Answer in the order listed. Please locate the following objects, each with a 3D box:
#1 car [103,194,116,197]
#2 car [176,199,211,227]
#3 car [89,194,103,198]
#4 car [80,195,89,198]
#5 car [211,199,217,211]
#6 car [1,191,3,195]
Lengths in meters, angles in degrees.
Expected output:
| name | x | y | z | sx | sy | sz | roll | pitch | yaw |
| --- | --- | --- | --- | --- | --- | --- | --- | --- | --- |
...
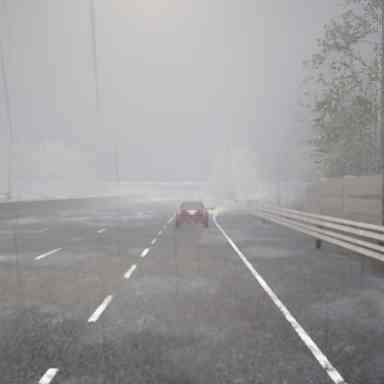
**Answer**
| name | x | y | z | sx | sy | sz | roll | pitch | yaw |
| --- | --- | --- | --- | --- | --- | --- | --- | --- | --- |
| car | -20.989 | 1.595 | 87.048 | 2.033 | 1.411 | 5.357 | 0 | 0 | 0 |
| car | 0.041 | 1.361 | 23.053 | 2.097 | 1.767 | 4.553 | 0 | 0 | 1 |
| car | -24.489 | 1.580 | 87.049 | 2.128 | 1.511 | 4.902 | 0 | 0 | 0 |
| car | -27.989 | 1.555 | 87.049 | 1.837 | 1.490 | 4.892 | 0 | 0 | 0 |
| car | 1.984 | 1.595 | 41.670 | 1.812 | 1.442 | 4.674 | 1 | 0 | 11 |
| car | -48.598 | 0.600 | 81.964 | 1.837 | 1.490 | 4.892 | 0 | 2 | -22 |
